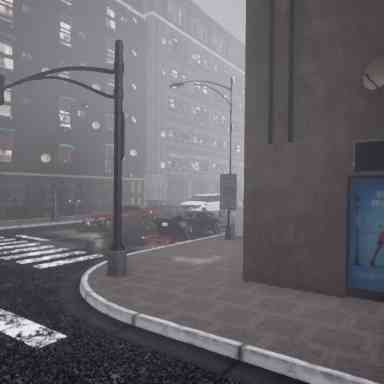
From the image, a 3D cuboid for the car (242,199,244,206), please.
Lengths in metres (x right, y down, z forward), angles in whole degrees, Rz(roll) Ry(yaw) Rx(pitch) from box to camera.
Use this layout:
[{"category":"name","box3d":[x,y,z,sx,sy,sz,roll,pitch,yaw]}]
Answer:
[{"category":"car","box3d":[6.960,1.289,37.281,2.097,1.767,4.553,1,1,35]}]

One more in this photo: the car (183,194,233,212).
[{"category":"car","box3d":[1.096,1.171,28.919,2.150,2.045,5.566,1,1,35]}]

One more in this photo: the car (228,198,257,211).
[{"category":"car","box3d":[6.242,1.483,40.576,1.802,1.307,4.206,1,1,35]}]

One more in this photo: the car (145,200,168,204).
[{"category":"car","box3d":[-3.368,1.362,26.841,1.967,1.590,4.097,1,1,35]}]

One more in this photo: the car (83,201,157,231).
[{"category":"car","box3d":[-4.570,1.487,20.829,1.812,1.442,4.674,1,1,35]}]

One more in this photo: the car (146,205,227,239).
[{"category":"car","box3d":[-0.117,1.599,17.746,1.947,1.339,4.313,1,1,35]}]

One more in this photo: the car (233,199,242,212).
[{"category":"car","box3d":[3.041,1.223,35.996,2.192,1.841,5.009,1,1,35]}]

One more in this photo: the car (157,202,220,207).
[{"category":"car","box3d":[-0.396,1.597,21.650,1.895,1.301,4.718,1,1,35]}]
